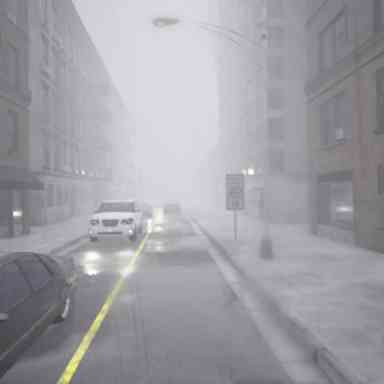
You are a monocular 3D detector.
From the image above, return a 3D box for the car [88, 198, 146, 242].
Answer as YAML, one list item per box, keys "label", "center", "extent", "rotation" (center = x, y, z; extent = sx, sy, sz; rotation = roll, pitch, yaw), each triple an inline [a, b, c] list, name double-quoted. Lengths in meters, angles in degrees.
- label: "car"
  center: [-3.908, 1.389, 17.867]
  extent: [2.150, 2.045, 5.566]
  rotation: [-1, 0, -4]

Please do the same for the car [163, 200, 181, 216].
- label: "car"
  center: [-2.171, 1.789, 36.678]
  extent: [2.128, 1.511, 4.902]
  rotation: [-1, 0, -3]

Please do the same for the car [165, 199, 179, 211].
- label: "car"
  center: [-2.929, 1.878, 48.135]
  extent: [1.882, 1.535, 5.008]
  rotation: [-1, 0, -3]

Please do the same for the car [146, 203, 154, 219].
- label: "car"
  center: [-4.783, 1.819, 32.473]
  extent: [1.812, 1.442, 4.674]
  rotation: [-1, 0, -3]

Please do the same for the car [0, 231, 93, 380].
- label: "car"
  center: [-3.074, 1.614, 4.583]
  extent: [2.033, 1.411, 5.357]
  rotation: [-1, 0, -4]
